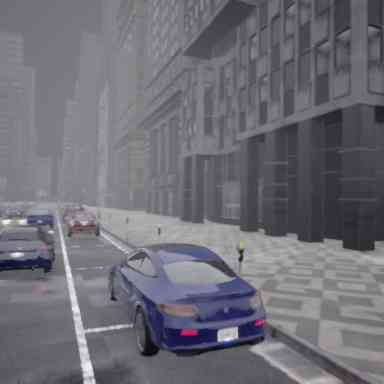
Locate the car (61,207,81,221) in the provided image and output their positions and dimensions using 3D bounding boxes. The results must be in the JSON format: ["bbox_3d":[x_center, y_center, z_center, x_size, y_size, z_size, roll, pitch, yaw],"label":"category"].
[{"bbox_3d":[-13.656,2.453,37.291,1.887,1.381,4.507,1,-2,-23],"label":"car"}]

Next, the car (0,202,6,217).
[{"bbox_3d":[-23.685,2.290,39.228,1.967,1.590,4.097,1,-2,-23],"label":"car"}]

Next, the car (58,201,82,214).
[{"bbox_3d":[-11.494,2.100,32.093,2.192,1.841,5.009,1,-2,-23],"label":"car"}]

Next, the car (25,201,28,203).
[{"bbox_3d":[-36.644,3.034,70.457,1.967,1.590,4.097,1,-2,-23],"label":"car"}]

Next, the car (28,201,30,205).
[{"bbox_3d":[-38.803,3.034,75.666,2.192,1.841,5.009,1,-2,-23],"label":"car"}]

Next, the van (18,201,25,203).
[{"bbox_3d":[-34.483,2.809,65.255,1.690,1.788,3.998,1,-2,-23],"label":"van"}]

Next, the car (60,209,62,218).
[{"bbox_3d":[-9.336,2.228,26.881,1.947,1.339,4.313,1,-2,-23],"label":"car"}]

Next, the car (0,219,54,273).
[{"bbox_3d":[-5.820,1.831,11.469,1.994,1.385,4.181,1,-2,-23],"label":"car"}]

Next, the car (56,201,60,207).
[{"bbox_3d":[-20.133,2.716,52.907,1.967,1.590,4.097,1,-2,-23],"label":"car"}]

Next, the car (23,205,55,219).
[{"bbox_3d":[-12.395,2.118,27.320,1.882,1.535,5.008,1,-2,-23],"label":"car"}]

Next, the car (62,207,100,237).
[{"bbox_3d":[-7.176,1.980,21.679,1.967,1.590,4.097,1,-2,-23],"label":"car"}]

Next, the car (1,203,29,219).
[{"bbox_3d":[-20.600,2.384,38.944,1.837,1.490,4.892,1,-2,-22],"label":"car"}]

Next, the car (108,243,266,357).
[{"bbox_3d":[-0.418,1.711,6.402,1.812,1.442,4.674,1,-2,-23],"label":"car"}]
